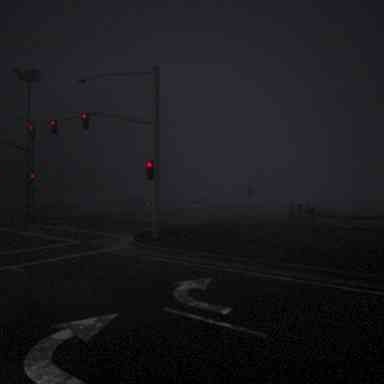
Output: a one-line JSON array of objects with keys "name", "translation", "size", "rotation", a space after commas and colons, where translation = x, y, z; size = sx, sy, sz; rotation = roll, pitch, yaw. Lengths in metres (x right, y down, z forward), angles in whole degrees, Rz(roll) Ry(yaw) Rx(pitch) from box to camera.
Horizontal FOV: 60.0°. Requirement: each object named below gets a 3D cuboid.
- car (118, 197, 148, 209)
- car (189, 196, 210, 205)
[{"name": "car", "translation": [-8.292, 1.513, 47.119], "size": [2.128, 1.511, 4.902], "rotation": [0, 0, 35]}, {"name": "car", "translation": [1.457, 1.528, 61.031], "size": [1.837, 1.490, 4.892], "rotation": [0, 0, 35]}]
